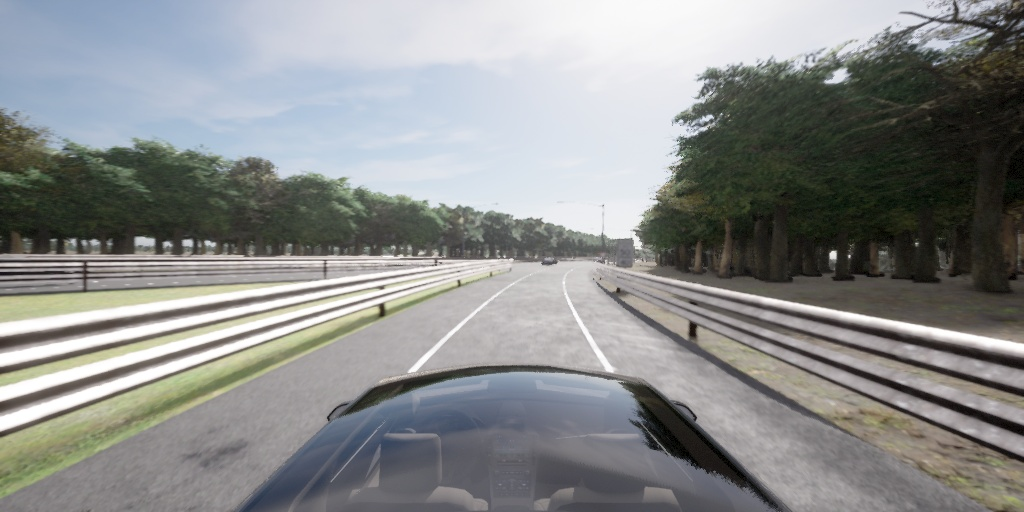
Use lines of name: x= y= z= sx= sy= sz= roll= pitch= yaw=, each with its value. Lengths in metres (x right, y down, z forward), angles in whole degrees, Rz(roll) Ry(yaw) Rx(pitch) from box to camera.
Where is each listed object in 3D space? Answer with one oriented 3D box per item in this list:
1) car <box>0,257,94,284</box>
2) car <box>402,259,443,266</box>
car: x=-23.972 y=0.692 z=17.423 sx=1.895 sy=1.301 sz=4.718 roll=1 pitch=0 yaw=34
car: x=-9.770 y=0.999 z=39.640 sx=1.895 sy=1.301 sz=4.718 roll=1 pitch=0 yaw=32
